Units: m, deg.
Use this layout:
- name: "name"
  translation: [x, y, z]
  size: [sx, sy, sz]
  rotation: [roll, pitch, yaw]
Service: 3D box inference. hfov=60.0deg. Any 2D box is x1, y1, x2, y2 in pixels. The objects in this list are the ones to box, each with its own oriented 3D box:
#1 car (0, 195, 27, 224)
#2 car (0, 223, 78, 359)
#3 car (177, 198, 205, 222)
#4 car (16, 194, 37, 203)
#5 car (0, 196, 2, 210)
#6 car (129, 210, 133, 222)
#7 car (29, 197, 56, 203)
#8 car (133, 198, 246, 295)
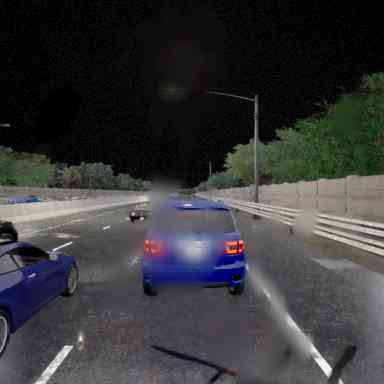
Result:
- name: "car"
  translation: [-6.978, 1.226, 8.962]
  size: [2.150, 2.045, 5.566]
  rotation: [0, 0, -1]
- name: "car"
  translation: [-3.460, 1.528, 5.638]
  size: [1.812, 1.442, 4.674]
  rotation: [0, 0, -1]
- name: "car"
  translation: [-0.139, 1.379, 27.490]
  size: [2.097, 1.767, 4.553]
  rotation: [0, 0, -1]
- name: "car"
  translation: [-21.469, 1.284, 42.019]
  size: [2.150, 2.045, 5.566]
  rotation: [0, 0, 0]
- name: "car"
  translation: [-24.948, 1.409, 39.612]
  size: [2.097, 1.767, 4.553]
  rotation: [0, 0, 0]
- name: "car"
  translation: [-3.632, 1.625, 26.187]
  size: [1.895, 1.301, 4.718]
  rotation: [0, 0, -1]
- name: "car"
  translation: [-17.962, 1.625, 41.292]
  size: [1.994, 1.385, 4.181]
  rotation: [0, 0, 0]
- name: "car"
  translation: [0.022, 1.225, 8.873]
  size: [2.150, 2.045, 5.566]
  rotation: [0, 0, -1]
